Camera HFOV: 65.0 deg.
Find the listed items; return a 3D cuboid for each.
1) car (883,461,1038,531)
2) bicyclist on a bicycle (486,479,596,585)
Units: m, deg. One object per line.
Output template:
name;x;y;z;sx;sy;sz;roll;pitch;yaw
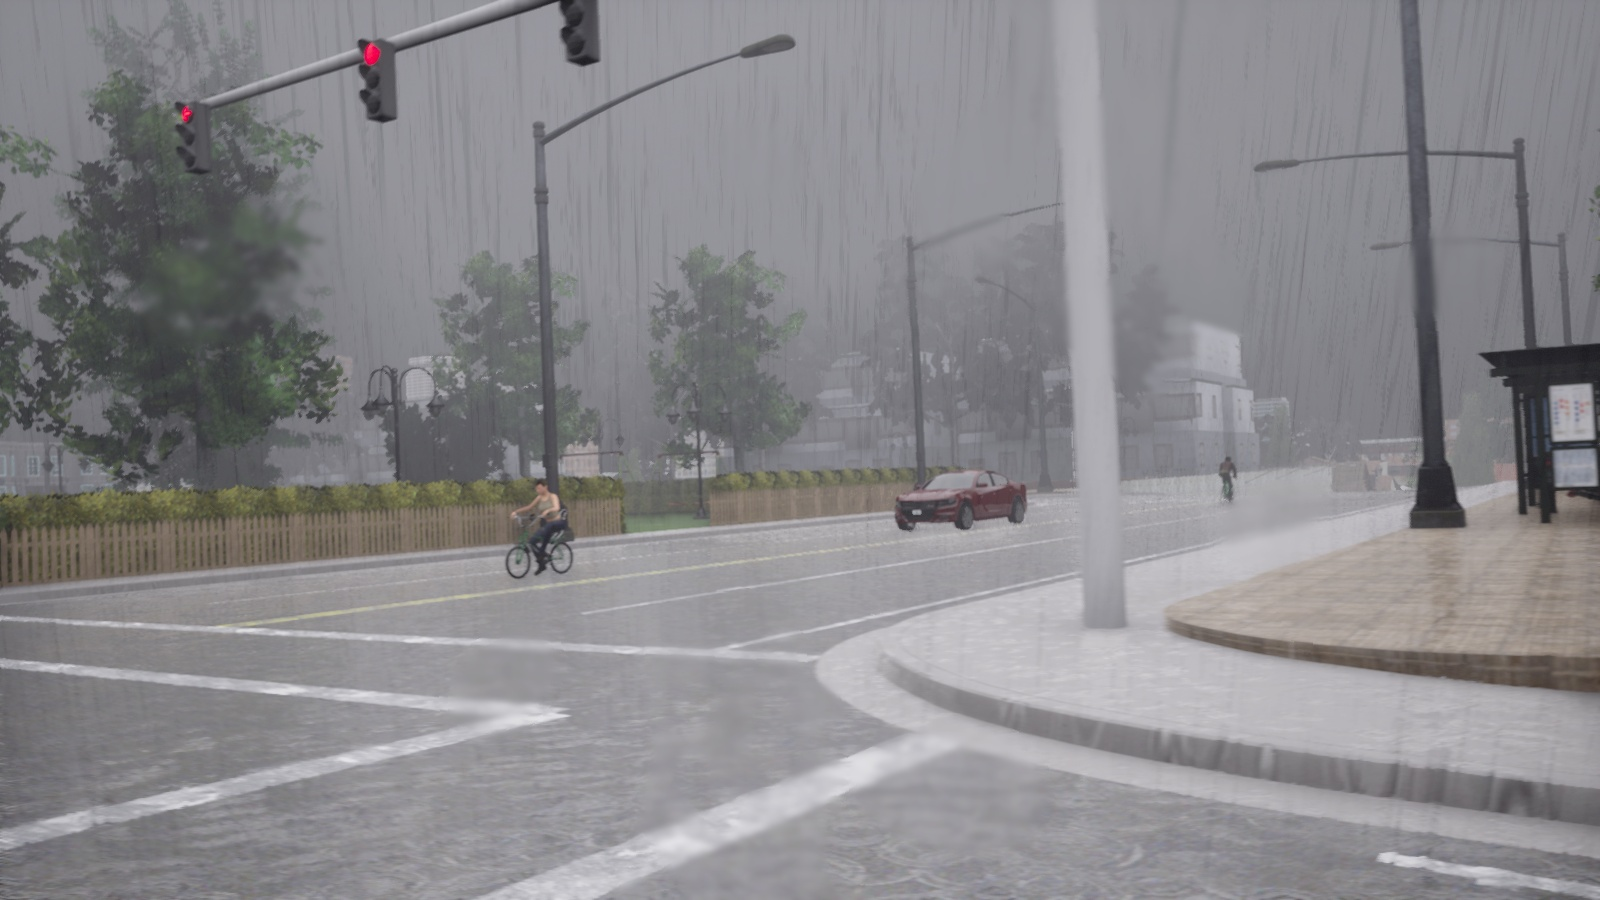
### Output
car;4.317;1.173;33.089;1.882;1.535;5.008;-4;-2;34
bicyclist on a bicycle;-4.225;1.332;20.571;0.866;1.612;1.509;-4;-2;35
